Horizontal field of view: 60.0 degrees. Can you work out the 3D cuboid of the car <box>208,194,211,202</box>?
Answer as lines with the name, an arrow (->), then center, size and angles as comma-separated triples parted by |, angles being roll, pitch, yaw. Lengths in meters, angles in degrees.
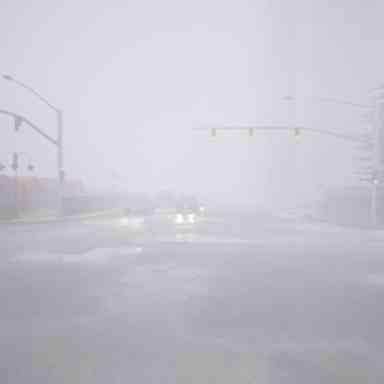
car -> 2.210, 0.957, 57.101 | 1.812, 1.442, 4.674 | 0, 1, 6

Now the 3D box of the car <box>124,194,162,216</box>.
car -> -4.327, 1.176, 28.374 | 2.128, 1.511, 4.902 | 0, 1, 6

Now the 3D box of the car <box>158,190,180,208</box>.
car -> -3.124, 0.797, 40.060 | 2.150, 2.045, 5.566 | 0, 0, 5

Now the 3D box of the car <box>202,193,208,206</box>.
car -> 0.663, 1.095, 42.629 | 1.812, 1.442, 4.674 | 0, 1, 6

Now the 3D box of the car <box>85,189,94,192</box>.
car -> -22.045, 0.393, 68.162 | 4.605, 1.855, 1.932 | 0, 1, 6

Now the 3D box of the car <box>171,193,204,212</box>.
car -> -0.346, 1.153, 32.828 | 2.128, 1.511, 4.902 | 0, 1, 6
